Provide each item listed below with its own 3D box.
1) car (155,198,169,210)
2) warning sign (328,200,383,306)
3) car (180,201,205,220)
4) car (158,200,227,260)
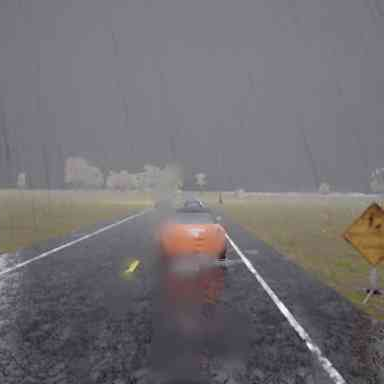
[{"bbox_3d":[-3.617,1.501,42.522,2.033,1.411,5.357,0,0,0],"label":"car"},{"bbox_3d":[3.542,1.108,6.503,1.300,1.860,1.060,0,0,0],"label":"warning sign"},{"bbox_3d":[0.073,1.532,28.738,1.994,1.385,4.181,0,0,0],"label":"car"},{"bbox_3d":[0.077,1.338,12.550,2.097,1.767,4.553,0,0,0],"label":"car"}]
